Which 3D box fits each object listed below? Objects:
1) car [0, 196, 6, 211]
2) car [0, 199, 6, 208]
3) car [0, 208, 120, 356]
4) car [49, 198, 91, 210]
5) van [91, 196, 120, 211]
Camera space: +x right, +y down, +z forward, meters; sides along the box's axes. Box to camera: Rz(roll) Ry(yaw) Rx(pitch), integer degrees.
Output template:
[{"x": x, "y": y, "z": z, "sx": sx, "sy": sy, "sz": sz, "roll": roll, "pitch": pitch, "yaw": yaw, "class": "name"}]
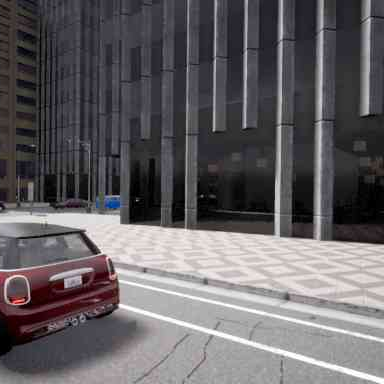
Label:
[{"x": -22.994, "y": 1.323, "z": 36.448, "sx": 1.967, "sy": 1.590, "sz": 4.097, "roll": 1, "pitch": 1, "yaw": 36, "class": "car"}, {"x": -21.564, "y": 1.277, "z": 33.801, "sx": 2.097, "sy": 1.767, "sz": 4.553, "roll": 1, "pitch": 1, "yaw": 35, "class": "car"}, {"x": -3.496, "y": 1.349, "z": 6.171, "sx": 4.553, "sy": 1.767, "sz": 2.097, "roll": 0, "pitch": 0, "yaw": 35, "class": "car"}, {"x": -15.393, "y": 1.460, "z": 42.441, "sx": 2.033, "sy": 1.411, "sz": 5.357, "roll": 1, "pitch": 1, "yaw": 36, "class": "car"}, {"x": -9.711, "y": 1.339, "z": 40.287, "sx": 1.690, "sy": 1.788, "sz": 3.998, "roll": 1, "pitch": 1, "yaw": 36, "class": "van"}]
